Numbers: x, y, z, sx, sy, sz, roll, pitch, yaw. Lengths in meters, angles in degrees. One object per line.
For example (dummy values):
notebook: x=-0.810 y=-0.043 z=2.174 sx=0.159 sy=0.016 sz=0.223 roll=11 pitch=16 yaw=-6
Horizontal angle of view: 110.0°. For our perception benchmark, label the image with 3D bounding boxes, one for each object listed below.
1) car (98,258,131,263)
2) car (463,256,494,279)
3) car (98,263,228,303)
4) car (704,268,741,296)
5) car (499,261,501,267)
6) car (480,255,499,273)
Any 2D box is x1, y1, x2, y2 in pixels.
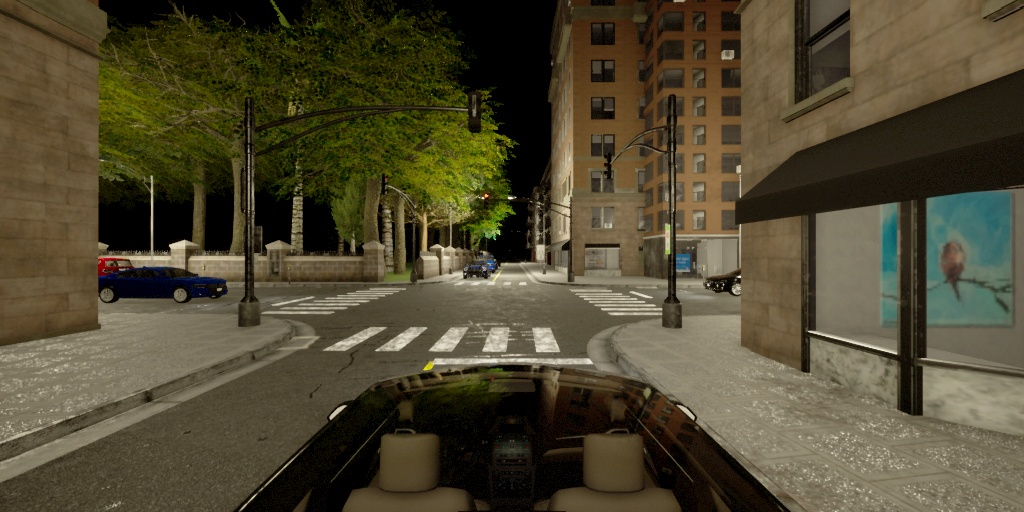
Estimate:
car: x=-25.922 y=1.035 z=21.815 sx=5.009 sy=1.841 sz=2.192 roll=0 pitch=0 yaw=1
car: x=-3.088 y=1.083 z=32.199 sx=2.097 sy=1.767 sz=4.553 roll=0 pitch=0 yaw=1
car: x=-15.471 y=1.212 z=15.897 sx=5.008 sy=1.535 sz=1.882 roll=0 pitch=0 yaw=0
car: x=12.690 y=1.271 z=18.716 sx=4.892 sy=1.490 sz=1.837 roll=0 pitch=0 yaw=1
car: x=-3.018 y=1.171 z=51.989 sx=1.882 sy=1.535 sz=5.008 roll=0 pitch=0 yaw=0
car: x=-3.045 y=0.935 z=41.962 sx=2.150 sy=2.045 sz=5.566 roll=0 pitch=0 yaw=0
